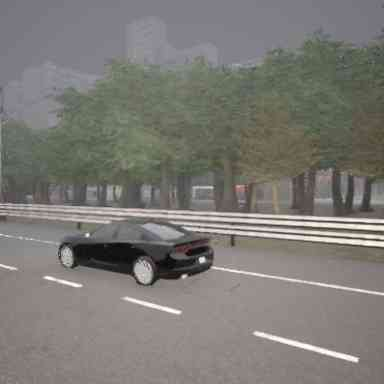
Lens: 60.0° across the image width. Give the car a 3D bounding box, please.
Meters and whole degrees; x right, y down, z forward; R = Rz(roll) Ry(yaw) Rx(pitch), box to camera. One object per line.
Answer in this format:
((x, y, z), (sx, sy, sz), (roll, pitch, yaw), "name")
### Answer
((-1.768, 1.495, 9.434), (5.008, 1.535, 1.882), (0, 0, 36), "car")
